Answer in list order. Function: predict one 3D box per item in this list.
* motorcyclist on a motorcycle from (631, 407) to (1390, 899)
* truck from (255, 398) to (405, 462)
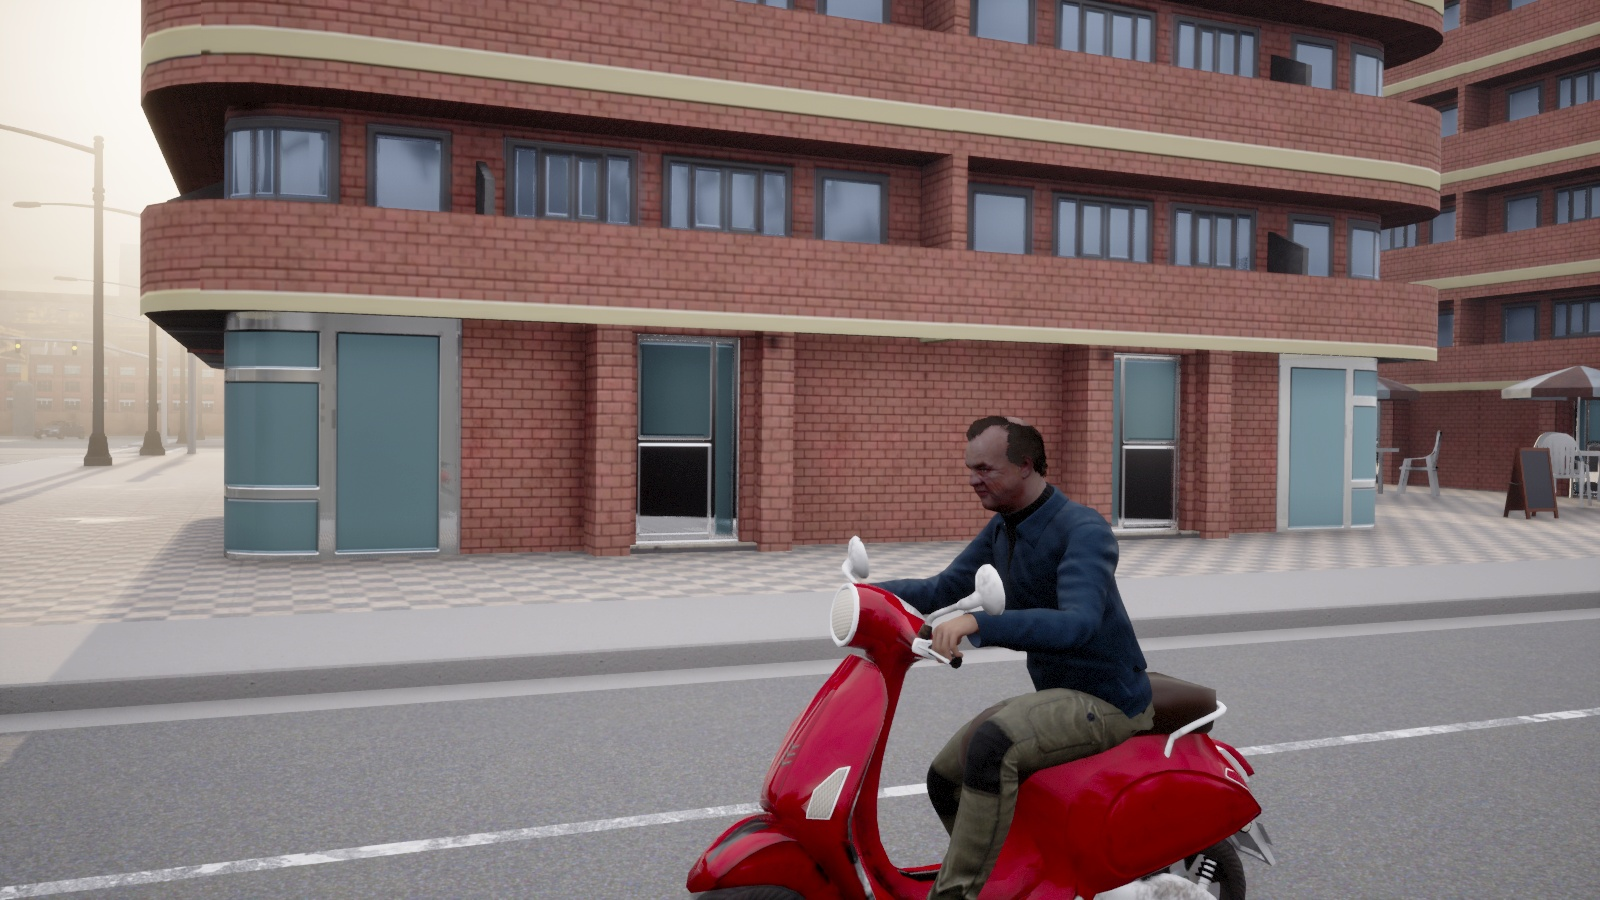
[{"bbox_3d":[0.546,0.691,3.382,1.817,1.590,0.866,-1,1,-21],"label":"motorcyclist on a motorcycle"},{"bbox_3d":[-27.304,-1.214,73.036,7.936,3.462,2.891,-2,1,-23],"label":"truck"}]
